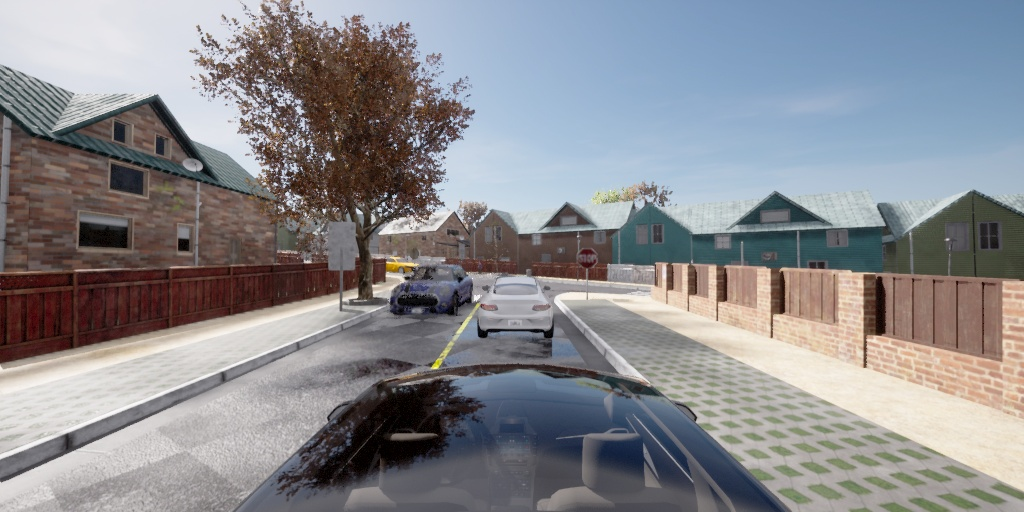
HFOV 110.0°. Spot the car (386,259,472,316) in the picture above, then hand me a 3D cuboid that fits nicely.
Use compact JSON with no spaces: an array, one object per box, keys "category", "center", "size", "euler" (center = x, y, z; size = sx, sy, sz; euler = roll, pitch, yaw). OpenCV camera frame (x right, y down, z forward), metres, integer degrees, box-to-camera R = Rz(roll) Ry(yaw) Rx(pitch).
[{"category":"car","center":[-2.789,1.107,13.300],"size":[2.097,1.767,4.553],"euler":[0,0,4]}]

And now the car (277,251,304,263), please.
[{"category":"car","center":[-27.281,0.227,43.658],"size":[5.008,1.535,1.882],"euler":[2,0,33]}]

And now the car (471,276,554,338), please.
[{"category":"car","center":[0.118,1.280,10.057],"size":[1.812,1.442,4.674],"euler":[0,0,1]}]

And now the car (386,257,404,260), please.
[{"category":"car","center":[-10.629,0.859,33.223],"size":[5.008,1.535,1.882],"euler":[2,0,32]}]

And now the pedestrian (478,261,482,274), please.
[{"category":"pedestrian","center":[-3.142,1.119,35.447],"size":[0.375,1.300,0.375],"euler":[-1,-5,32]}]
